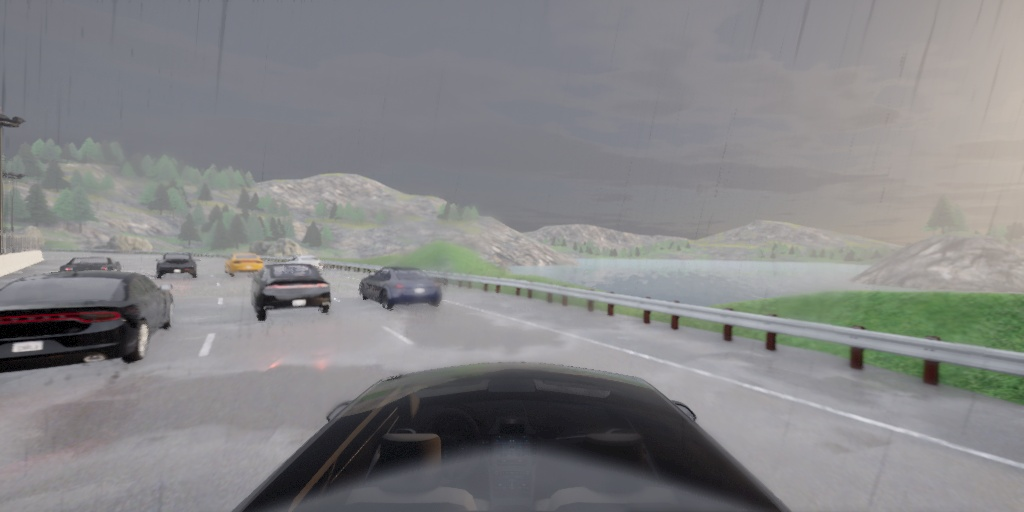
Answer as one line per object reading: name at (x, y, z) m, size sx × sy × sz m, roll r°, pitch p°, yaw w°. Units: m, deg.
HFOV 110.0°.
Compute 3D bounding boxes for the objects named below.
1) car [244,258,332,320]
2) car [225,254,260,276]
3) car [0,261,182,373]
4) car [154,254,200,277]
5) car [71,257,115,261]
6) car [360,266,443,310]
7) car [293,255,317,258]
car at (-7.139, 0.982, 11.492) m, size 2.128 × 1.511 × 4.902 m, roll 0°, pitch 1°, yaw -37°
car at (-19.154, 0.566, 25.674) m, size 1.882 × 1.535 × 5.008 m, roll 0°, pitch 1°, yaw -43°
car at (-8.019, 1.021, 6.848) m, size 1.882 × 1.535 × 5.008 m, roll 0°, pitch 1°, yaw -36°
car at (-21.661, 0.586, 23.229) m, size 1.837 × 1.490 × 4.892 m, roll 0°, pitch 1°, yaw -43°
car at (-23.842, 0.686, 20.475) m, size 1.895 × 1.301 × 4.718 m, roll 0°, pitch 1°, yaw -43°
car at (-4.273, 1.074, 13.499) m, size 1.994 × 1.385 × 4.181 m, roll 0°, pitch 1°, yaw -37°
car at (-15.586, 0.655, 26.940) m, size 1.812 × 1.442 × 4.674 m, roll 0°, pitch 1°, yaw -43°
